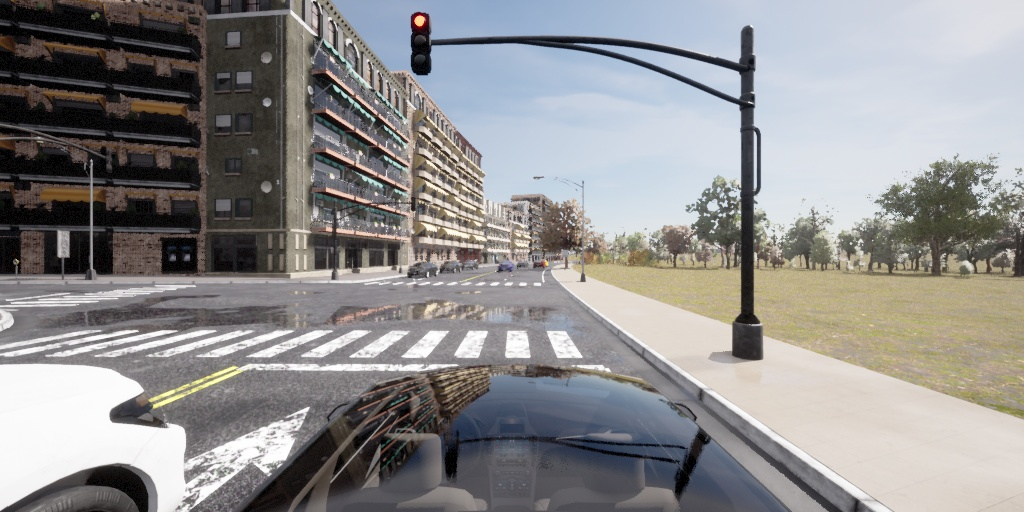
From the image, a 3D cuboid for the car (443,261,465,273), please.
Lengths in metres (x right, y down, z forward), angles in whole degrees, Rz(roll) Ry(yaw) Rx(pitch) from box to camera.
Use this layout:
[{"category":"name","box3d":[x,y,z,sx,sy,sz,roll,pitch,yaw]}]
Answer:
[{"category":"car","box3d":[-7.593,1.350,44.608,1.837,1.490,4.892,0,0,6]}]

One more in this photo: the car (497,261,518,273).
[{"category":"car","box3d":[-0.706,1.379,46.099,1.812,1.442,4.674,0,0,6]}]

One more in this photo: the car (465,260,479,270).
[{"category":"car","box3d":[-6.407,1.378,54.929,2.128,1.511,4.902,0,0,7]}]

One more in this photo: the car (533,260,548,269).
[{"category":"car","box3d":[4.865,1.413,63.842,1.882,1.535,5.008,0,0,9]}]

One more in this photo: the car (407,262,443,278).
[{"category":"car","box3d":[-8.504,1.313,34.511,1.837,1.490,4.892,0,0,5]}]
